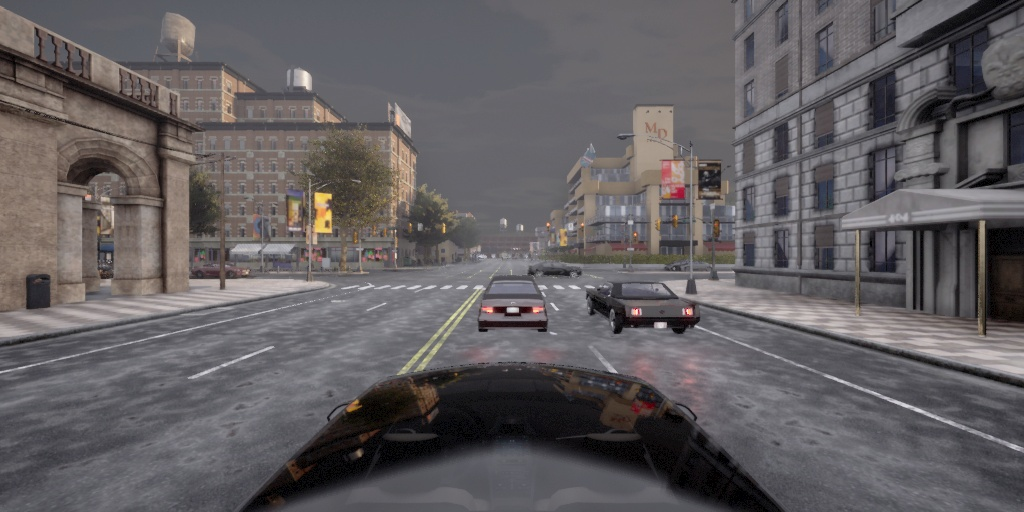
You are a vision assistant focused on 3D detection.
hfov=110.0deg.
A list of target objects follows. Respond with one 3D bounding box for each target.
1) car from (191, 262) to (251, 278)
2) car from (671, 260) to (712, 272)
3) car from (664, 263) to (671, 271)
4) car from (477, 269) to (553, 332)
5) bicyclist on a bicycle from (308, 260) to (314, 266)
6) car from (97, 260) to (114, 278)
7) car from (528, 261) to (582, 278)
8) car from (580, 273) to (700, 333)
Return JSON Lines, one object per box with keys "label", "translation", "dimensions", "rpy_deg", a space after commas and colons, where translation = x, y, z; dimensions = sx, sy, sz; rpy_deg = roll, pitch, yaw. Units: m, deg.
{"label": "car", "translation": [-26.696, 1.276, 32.946], "dimensions": [4.674, 1.442, 1.812], "rpy_deg": [0, 0, 0]}
{"label": "car", "translation": [22.709, 1.314, 44.758], "dimensions": [4.181, 1.385, 1.994], "rpy_deg": [0, 0, 0]}
{"label": "car", "translation": [23.004, 1.242, 48.255], "dimensions": [4.902, 1.511, 2.128], "rpy_deg": [0, 0, 0]}
{"label": "car", "translation": [0.019, 1.297, 10.821], "dimensions": [2.033, 1.411, 5.357], "rpy_deg": [0, 0, 0]}
{"label": "bicyclist on a bicycle", "translation": [-31.369, 1.050, 55.916], "dimensions": [0.582, 1.620, 1.656], "rpy_deg": [0, 0, 0]}
{"label": "car", "translation": [-37.799, 1.276, 32.923], "dimensions": [4.674, 1.442, 1.812], "rpy_deg": [0, 0, 0]}
{"label": "car", "translation": [3.899, 1.227, 33.021], "dimensions": [5.008, 1.535, 1.882], "rpy_deg": [0, 0, 0]}
{"label": "car", "translation": [3.520, 1.351, 10.703], "dimensions": [1.895, 1.301, 4.718], "rpy_deg": [0, 0, 0]}
